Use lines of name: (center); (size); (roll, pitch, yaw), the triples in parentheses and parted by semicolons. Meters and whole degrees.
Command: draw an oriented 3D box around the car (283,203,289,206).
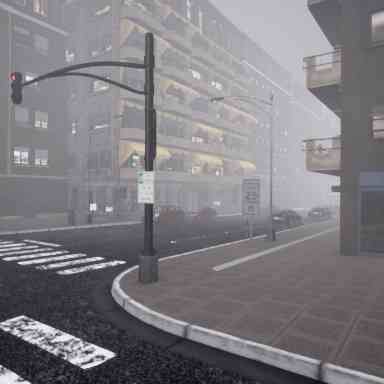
car: (13.735, 2.404, 50.671); (1.752, 1.417, 4.829); (-1, -1, 35)

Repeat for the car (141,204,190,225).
car: (-2.343, 1.821, 27.503); (1.967, 1.590, 4.097); (-1, -1, 35)

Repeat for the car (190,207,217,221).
car: (0.892, 2.063, 32.162); (1.802, 1.307, 4.206); (-1, -1, 35)

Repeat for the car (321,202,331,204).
car: (19.529, 2.546, 48.900); (1.895, 1.301, 4.718); (0, -1, 35)

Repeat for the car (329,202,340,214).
car: (20.759, 2.458, 46.210); (1.752, 1.417, 4.829); (-1, -2, 35)

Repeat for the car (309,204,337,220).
car: (14.192, 2.296, 36.745); (1.947, 1.339, 4.313); (-1, -2, 35)

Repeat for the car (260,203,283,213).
car: (10.597, 2.327, 46.148); (1.887, 1.381, 4.507); (-1, -1, 35)

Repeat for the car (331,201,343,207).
car: (36.451, 3.022, 83.464); (1.967, 1.590, 4.097); (-1, -1, 35)

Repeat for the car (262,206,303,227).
car: (7.722, 2.095, 27.421); (1.947, 1.339, 4.313); (-1, -2, 35)
